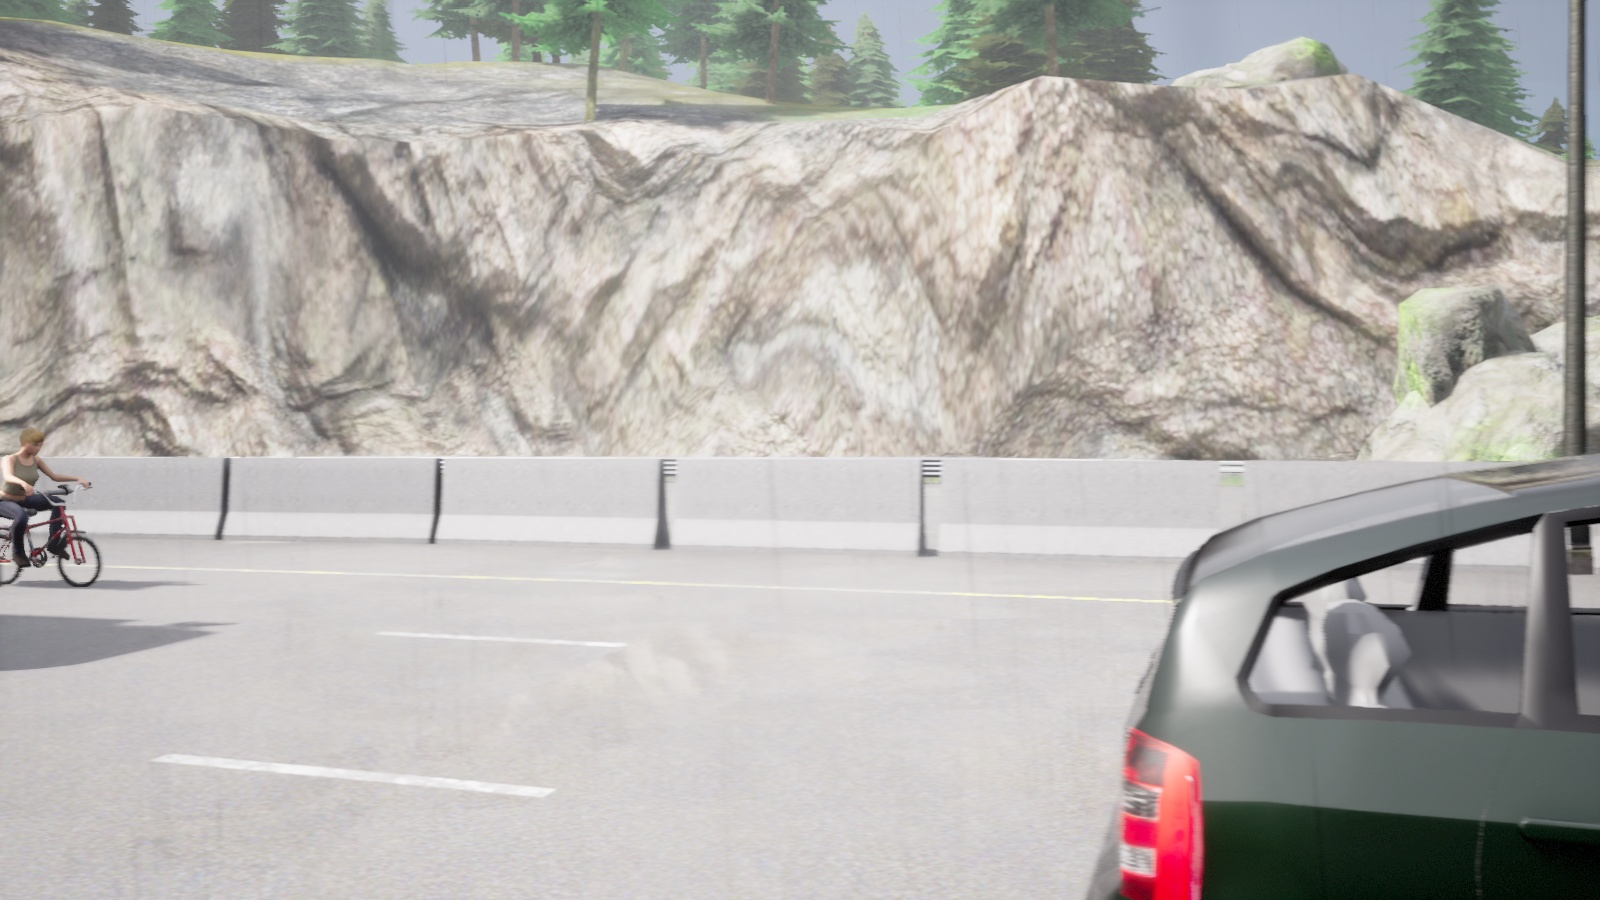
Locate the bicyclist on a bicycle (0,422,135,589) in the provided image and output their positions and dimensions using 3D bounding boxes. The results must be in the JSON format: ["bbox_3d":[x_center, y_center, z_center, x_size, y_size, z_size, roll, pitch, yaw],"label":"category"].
[{"bbox_3d":[-7.724,0.526,12.747,1.509,1.612,0.866,0,1,14],"label":"bicyclist on a bicycle"}]

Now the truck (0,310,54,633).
[{"bbox_3d":[-8.835,0.153,9.455,5.204,2.467,2.627,0,1,14],"label":"truck"}]

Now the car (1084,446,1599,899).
[{"bbox_3d":[2.523,0.778,2.350,3.705,1.549,1.789,0,1,19],"label":"car"}]
